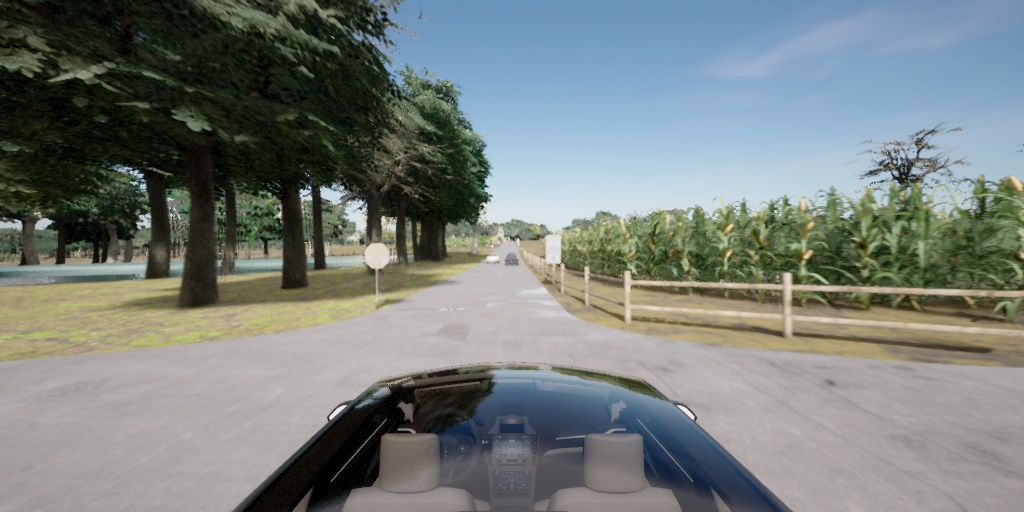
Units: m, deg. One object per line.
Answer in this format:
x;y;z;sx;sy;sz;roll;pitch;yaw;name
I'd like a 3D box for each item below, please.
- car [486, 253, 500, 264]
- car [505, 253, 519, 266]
-2.789;0.348;53.020;1.812;1.442;4.674;0;2;0;car
-0.035;0.464;48.018;2.128;1.511;4.902;0;2;0;car
